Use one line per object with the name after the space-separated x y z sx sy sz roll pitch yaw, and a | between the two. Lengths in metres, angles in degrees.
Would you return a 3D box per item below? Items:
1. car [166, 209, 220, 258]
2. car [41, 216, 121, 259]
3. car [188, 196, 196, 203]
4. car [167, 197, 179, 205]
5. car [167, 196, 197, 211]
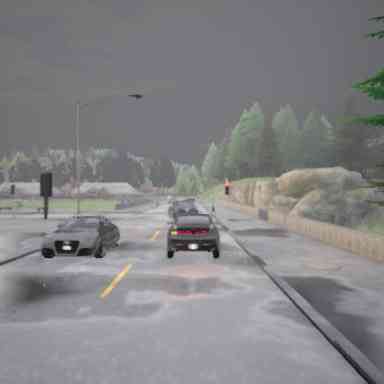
0.059 1.573 13.045 1.837 1.490 4.892 0 -2 0 | car
-4.072 1.636 12.828 1.994 1.385 4.181 0 0 0 | car
-0.010 1.746 75.653 1.882 1.535 5.008 0 0 0 | car
-4.010 1.918 70.423 2.128 1.511 4.902 0 0 0 | car
-0.918 1.515 29.242 2.097 1.767 4.553 0 0 -13 | car
